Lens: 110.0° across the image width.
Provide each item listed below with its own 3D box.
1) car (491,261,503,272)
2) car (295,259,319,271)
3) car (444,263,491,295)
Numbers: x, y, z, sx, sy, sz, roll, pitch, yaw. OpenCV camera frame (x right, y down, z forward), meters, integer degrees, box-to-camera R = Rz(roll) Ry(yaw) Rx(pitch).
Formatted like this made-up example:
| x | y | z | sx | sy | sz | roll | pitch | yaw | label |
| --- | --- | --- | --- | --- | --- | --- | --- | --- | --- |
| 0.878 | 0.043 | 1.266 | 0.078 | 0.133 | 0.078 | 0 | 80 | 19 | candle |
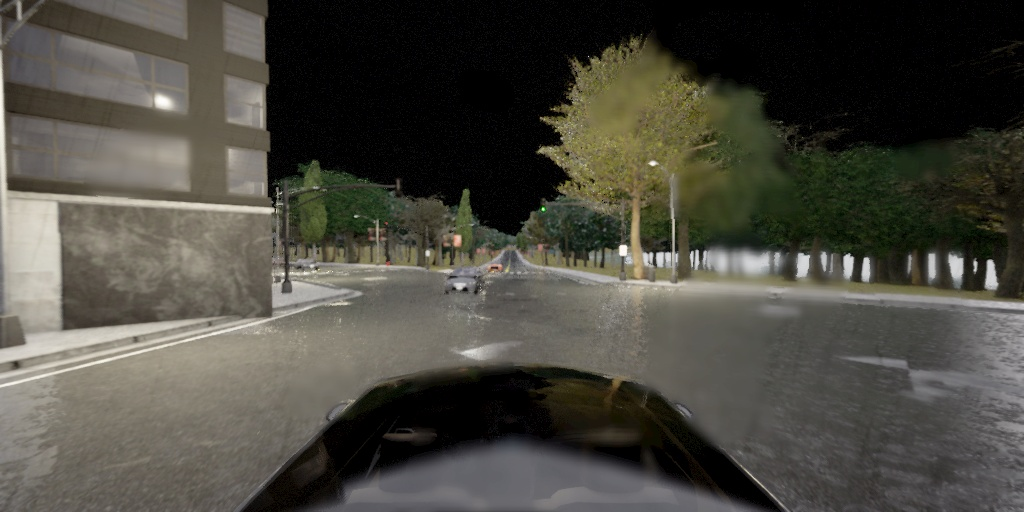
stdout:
| x | y | z | sx | sy | sz | roll | pitch | yaw | label |
| --- | --- | --- | --- | --- | --- | --- | --- | --- | --- |
| -2.478 | 1.483 | 53.451 | 2.097 | 1.767 | 4.553 | 0 | -1 | 0 | car |
| -26.839 | 1.126 | 46.855 | 2.128 | 1.511 | 4.902 | -1 | 1 | -44 | car |
| -2.695 | 1.385 | 21.217 | 2.128 | 1.511 | 4.902 | 0 | 1 | 1 | car |
